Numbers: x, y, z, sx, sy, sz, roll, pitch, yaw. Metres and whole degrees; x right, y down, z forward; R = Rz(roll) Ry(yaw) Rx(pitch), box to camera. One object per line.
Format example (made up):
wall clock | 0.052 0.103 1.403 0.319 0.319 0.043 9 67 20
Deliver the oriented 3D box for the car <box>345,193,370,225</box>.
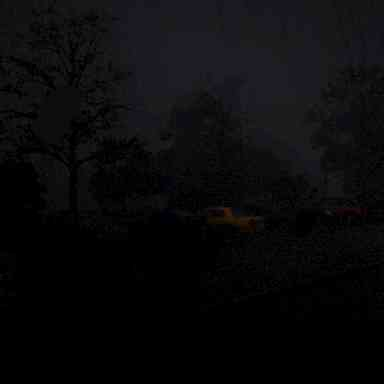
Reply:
car | 9.203 1.189 22.556 4.553 1.767 2.185 -1 0 34

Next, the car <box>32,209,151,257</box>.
car | -4.280 1.489 12.955 4.892 1.521 2.231 -1 -1 34

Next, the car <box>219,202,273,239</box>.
car | 1.088 1.418 16.998 5.366 1.575 1.946 -1 0 34

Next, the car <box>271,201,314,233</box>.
car | 4.029 1.411 18.859 4.792 1.488 2.163 -1 -1 34

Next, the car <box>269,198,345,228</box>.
car | 6.735 1.221 20.865 4.553 1.767 2.185 -1 -1 34

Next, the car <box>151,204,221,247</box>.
car | -1.513 1.454 14.919 4.892 1.521 2.231 -1 0 34

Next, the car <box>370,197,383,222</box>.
car | 11.602 1.324 24.313 4.674 1.452 2.002 -1 -1 34

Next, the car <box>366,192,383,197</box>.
car | 13.991 1.002 26.059 5.566 2.045 2.435 -1 0 34
